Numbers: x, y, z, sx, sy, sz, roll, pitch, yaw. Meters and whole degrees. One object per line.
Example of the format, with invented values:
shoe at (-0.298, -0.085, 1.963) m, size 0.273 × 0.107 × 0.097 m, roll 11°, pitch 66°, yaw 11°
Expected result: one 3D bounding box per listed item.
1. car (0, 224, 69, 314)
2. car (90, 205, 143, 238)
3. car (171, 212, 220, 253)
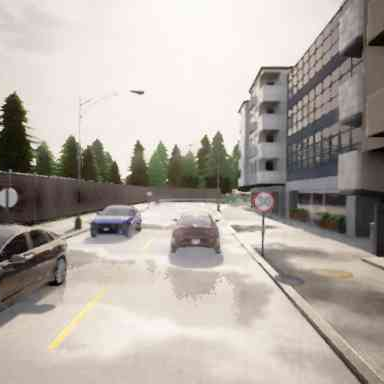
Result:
car at (-4.035, 1.464, 6.547) m, size 1.837 × 1.490 × 4.892 m, roll 1°, pitch 0°, yaw 1°
car at (-3.878, 1.450, 17.716) m, size 1.882 × 1.535 × 5.008 m, roll 1°, pitch 0°, yaw 1°
car at (0.162, 1.545, 13.775) m, size 1.812 × 1.442 × 4.674 m, roll 1°, pitch 0°, yaw 1°
